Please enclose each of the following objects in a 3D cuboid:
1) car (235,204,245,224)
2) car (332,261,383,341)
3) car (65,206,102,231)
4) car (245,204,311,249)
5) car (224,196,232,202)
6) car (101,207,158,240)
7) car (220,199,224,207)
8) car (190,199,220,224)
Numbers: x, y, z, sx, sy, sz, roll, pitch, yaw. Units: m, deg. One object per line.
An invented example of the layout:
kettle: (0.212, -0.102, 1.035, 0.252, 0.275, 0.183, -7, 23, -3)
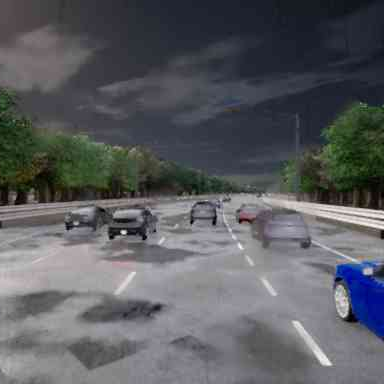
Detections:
car: (4.363, 1.635, 25.564, 1.994, 1.385, 4.181, 0, 0, 4)
car: (3.522, 1.493, 4.234, 1.882, 1.535, 5.008, 0, 0, 1)
car: (-6.312, 1.570, 20.749, 1.812, 1.442, 4.674, 0, 0, 3)
car: (3.801, 1.474, 14.904, 2.033, 1.649, 4.856, 0, 0, 2)
car: (8.966, 1.797, 83.930, 1.812, 1.442, 4.674, 0, 0, 12)
car: (-2.961, 1.546, 17.370, 1.837, 1.490, 4.892, 0, 0, 2)
car: (3.358, 1.693, 50.311, 2.033, 1.411, 5.357, 0, 0, 7)
car: (0.938, 1.498, 25.850, 2.033, 1.649, 4.856, 0, 0, 4)
